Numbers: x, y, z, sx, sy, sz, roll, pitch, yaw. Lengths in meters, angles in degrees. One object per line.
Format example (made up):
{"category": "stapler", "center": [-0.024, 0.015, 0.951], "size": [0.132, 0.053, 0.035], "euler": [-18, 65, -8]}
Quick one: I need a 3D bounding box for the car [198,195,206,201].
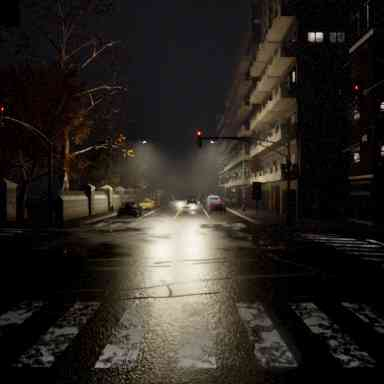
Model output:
{"category": "car", "center": [2.690, 1.544, 87.127], "size": [1.967, 1.590, 4.097], "euler": [0, 0, 0]}

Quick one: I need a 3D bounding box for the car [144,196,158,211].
{"category": "car", "center": [-5.688, 1.550, 41.917], "size": [1.752, 1.417, 4.829], "euler": [0, 0, 0]}

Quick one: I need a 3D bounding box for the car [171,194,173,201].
{"category": "car", "center": [-5.689, 1.508, 70.237], "size": [1.967, 1.590, 4.097], "euler": [0, 0, 0]}

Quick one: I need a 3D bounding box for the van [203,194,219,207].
{"category": "van", "center": [2.693, 1.366, 42.087], "size": [1.690, 1.788, 3.998], "euler": [0, 0, 0]}

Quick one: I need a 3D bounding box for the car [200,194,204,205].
{"category": "car", "center": [2.692, 1.480, 53.347], "size": [1.967, 1.590, 4.097], "euler": [0, 0, 0]}

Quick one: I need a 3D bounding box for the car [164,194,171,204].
{"category": "car", "center": [-5.689, 1.498, 64.608], "size": [1.967, 1.590, 4.097], "euler": [0, 0, 0]}

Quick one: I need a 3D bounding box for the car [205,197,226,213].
{"category": "car", "center": [2.692, 1.564, 36.456], "size": [1.887, 1.381, 4.507], "euler": [0, 0, 0]}

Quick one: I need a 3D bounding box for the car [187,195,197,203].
{"category": "car", "center": [0.000, 1.444, 69.961], "size": [1.837, 1.490, 4.892], "euler": [0, 0, 0]}

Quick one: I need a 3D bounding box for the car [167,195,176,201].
{"category": "car", "center": [-5.690, 1.669, 92.757], "size": [2.008, 1.369, 4.403], "euler": [0, 0, 0]}

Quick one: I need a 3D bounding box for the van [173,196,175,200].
{"category": "van", "center": [-5.690, 1.432, 81.498], "size": [1.690, 1.788, 3.998], "euler": [0, 0, 0]}

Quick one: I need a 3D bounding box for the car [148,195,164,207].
{"category": "car", "center": [-5.688, 1.347, 47.717], "size": [2.192, 1.841, 5.009], "euler": [0, 0, 0]}

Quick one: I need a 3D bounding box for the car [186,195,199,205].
{"category": "car", "center": [-0.001, 1.597, 59.542], "size": [2.033, 1.411, 5.357], "euler": [0, 0, 0]}

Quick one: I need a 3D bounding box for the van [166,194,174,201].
{"category": "van", "center": [-5.690, 1.445, 87.127], "size": [1.690, 1.788, 3.998], "euler": [0, 0, 0]}

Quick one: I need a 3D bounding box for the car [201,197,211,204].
{"category": "car", "center": [2.691, 1.602, 64.607], "size": [1.887, 1.381, 4.507], "euler": [0, 0, 0]}

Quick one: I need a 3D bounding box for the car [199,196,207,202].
{"category": "car", "center": [2.690, 1.635, 81.497], "size": [1.887, 1.381, 4.507], "euler": [0, 0, 0]}

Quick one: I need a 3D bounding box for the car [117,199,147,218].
{"category": "car", "center": [-5.688, 1.580, 30.825], "size": [1.947, 1.339, 4.313], "euler": [0, 0, 0]}
